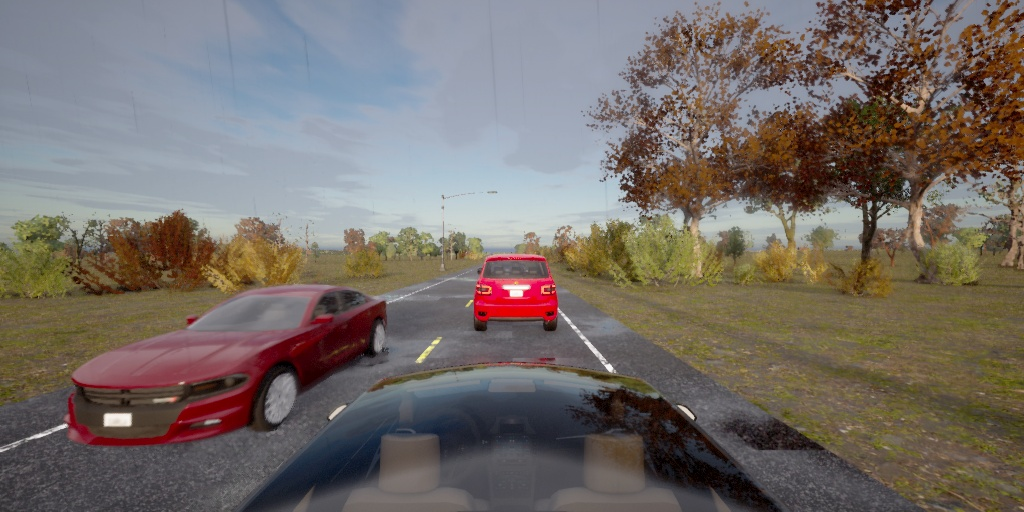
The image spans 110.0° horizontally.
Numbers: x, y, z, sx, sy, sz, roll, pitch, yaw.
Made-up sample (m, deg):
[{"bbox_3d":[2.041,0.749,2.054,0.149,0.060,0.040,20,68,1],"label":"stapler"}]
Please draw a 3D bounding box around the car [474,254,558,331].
[{"bbox_3d":[0.075,0.968,11.074,2.150,2.045,5.566,0,0,-1],"label":"car"}]

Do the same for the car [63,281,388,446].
[{"bbox_3d":[-3.610,1.226,5.775,1.882,1.535,5.008,0,0,0],"label":"car"}]

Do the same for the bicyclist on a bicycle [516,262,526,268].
[{"bbox_3d":[0.851,1.110,30.253,0.659,1.776,1.843,0,0,0],"label":"bicyclist on a bicycle"}]
